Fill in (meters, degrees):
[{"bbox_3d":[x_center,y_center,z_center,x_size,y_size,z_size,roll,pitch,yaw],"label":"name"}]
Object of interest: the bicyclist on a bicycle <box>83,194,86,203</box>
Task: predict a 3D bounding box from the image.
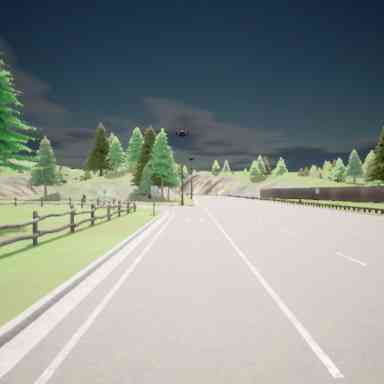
[{"bbox_3d":[-19.788,1.275,60.975,0.582,1.620,1.656,0,0,8],"label":"bicyclist on a bicycle"}]
